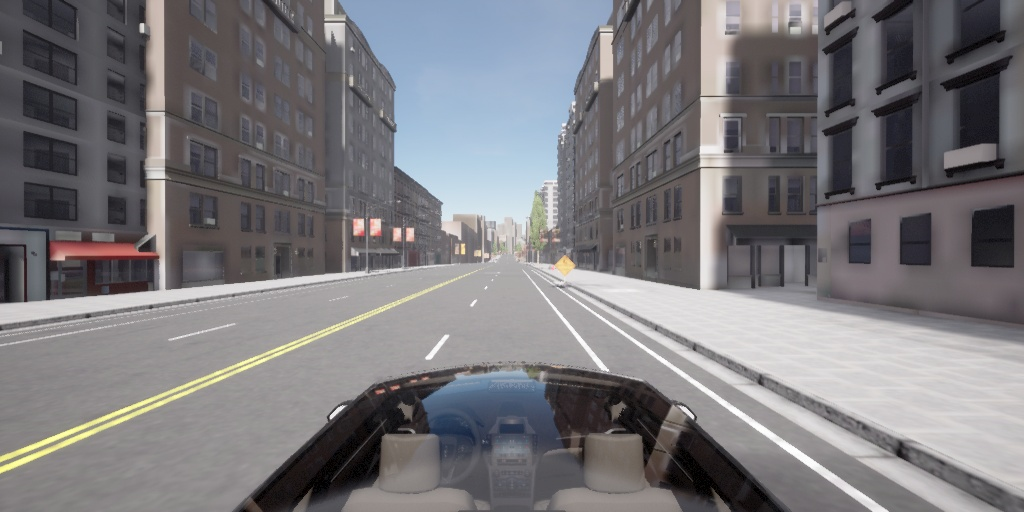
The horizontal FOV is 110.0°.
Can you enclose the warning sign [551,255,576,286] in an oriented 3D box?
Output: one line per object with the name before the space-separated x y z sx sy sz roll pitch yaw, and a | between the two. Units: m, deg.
warning sign | 3.225 0.872 21.884 1.300 1.860 1.060 0 0 0
